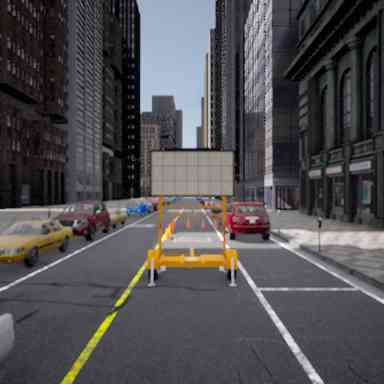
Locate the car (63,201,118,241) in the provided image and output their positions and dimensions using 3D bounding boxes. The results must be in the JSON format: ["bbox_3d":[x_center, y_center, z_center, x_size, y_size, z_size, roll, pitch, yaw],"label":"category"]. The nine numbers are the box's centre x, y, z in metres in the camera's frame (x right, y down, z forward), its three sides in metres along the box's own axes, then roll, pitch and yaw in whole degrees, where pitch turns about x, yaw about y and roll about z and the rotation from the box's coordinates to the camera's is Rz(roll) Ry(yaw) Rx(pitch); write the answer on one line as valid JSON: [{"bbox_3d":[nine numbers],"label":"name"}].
[{"bbox_3d":[-5.745,1.447,17.679,2.192,1.841,5.009,0,0,0],"label":"car"}]

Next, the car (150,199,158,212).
[{"bbox_3d":[-5.716,1.860,40.239,2.008,1.369,4.403,0,0,0],"label":"car"}]

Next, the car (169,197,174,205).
[{"bbox_3d":[-5.674,2.154,74.083,1.947,1.339,4.313,0,0,0],"label":"car"}]

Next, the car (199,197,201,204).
[{"bbox_3d":[2.837,2.061,62.796,1.947,1.339,4.313,0,0,0],"label":"car"}]

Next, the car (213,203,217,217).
[{"bbox_3d":[2.788,1.727,23.314,2.008,1.369,4.403,0,0,0],"label":"car"}]

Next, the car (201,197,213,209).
[{"bbox_3d":[2.822,1.842,51.516,1.967,1.590,4.097,0,0,0],"label":"car"}]

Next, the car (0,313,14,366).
[{"bbox_3d":[-2.997,1.614,1.634,1.895,1.301,4.718,0,0,0],"label":"car"}]

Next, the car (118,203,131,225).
[{"bbox_3d":[-5.737,1.699,23.148,1.752,1.417,4.829,0,0,0],"label":"car"}]

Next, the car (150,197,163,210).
[{"bbox_3d":[-5.710,1.670,45.882,2.192,1.841,5.009,0,0,0],"label":"car"}]

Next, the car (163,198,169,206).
[{"bbox_3d":[-5.696,1.763,57.163,2.192,1.841,5.009,0,0,0],"label":"car"}]

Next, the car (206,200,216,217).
[{"bbox_3d":[2.802,1.815,34.595,2.008,1.369,4.403,0,0,0],"label":"car"}]

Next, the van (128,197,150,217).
[{"bbox_3d":[-5.724,1.605,34.601,1.690,1.788,3.998,0,0,0],"label":"van"}]

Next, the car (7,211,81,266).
[{"bbox_3d":[-5.751,1.614,11.867,1.752,1.417,4.829,0,0,0],"label":"car"}]

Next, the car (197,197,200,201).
[{"bbox_3d":[2.858,2.180,79.718,1.887,1.381,4.507,0,0,0],"label":"car"}]

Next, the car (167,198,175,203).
[{"bbox_3d":[-5.654,2.252,90.835,1.752,1.417,4.829,0,0,0],"label":"car"}]

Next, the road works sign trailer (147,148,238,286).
[{"bbox_3d":[0.011,0.536,9.594,2.380,3.560,2.880,0,0,0],"label":"road works sign trailer"}]

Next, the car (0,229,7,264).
[{"bbox_3d":[-5.758,1.572,6.226,1.752,1.417,4.829,0,0,0],"label":"car"}]

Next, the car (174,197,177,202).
[{"bbox_3d":[-5.661,2.232,85.364,2.008,1.369,4.403,0,0,0],"label":"car"}]

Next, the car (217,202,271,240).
[{"bbox_3d":[2.780,1.448,17.676,2.192,1.841,5.009,0,0,0],"label":"car"}]
